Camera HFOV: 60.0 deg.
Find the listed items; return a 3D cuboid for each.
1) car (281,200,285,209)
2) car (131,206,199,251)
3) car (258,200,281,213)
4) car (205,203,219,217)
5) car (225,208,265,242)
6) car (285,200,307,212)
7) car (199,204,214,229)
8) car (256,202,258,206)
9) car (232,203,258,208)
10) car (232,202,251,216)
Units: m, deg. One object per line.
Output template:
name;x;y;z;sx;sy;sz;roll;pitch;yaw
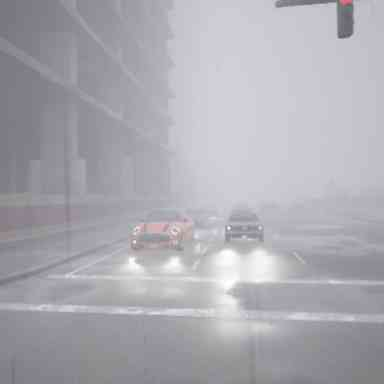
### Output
car;14.930;1.945;52.949;1.812;1.442;4.674;-1;-1;8
car;-1.156;1.539;15.045;2.097;1.767;4.553;-1;-1;8
car;10.103;1.852;43.498;1.882;1.535;5.008;-1;-1;9
car;1.959;1.938;36.857;1.812;1.442;4.674;-1;-1;8
car;2.723;1.760;17.420;1.895;1.301;4.718;-1;-1;8
car;13.593;1.843;43.166;1.812;1.442;4.674;-1;-1;9
car;0.181;1.832;24.423;2.033;1.411;5.357;-1;-1;8
car;11.465;1.983;53.440;1.837;1.490;4.892;-1;-1;8
car;4.156;1.864;27.511;1.895;1.301;4.718;-1;-1;8
car;5.688;1.921;38.231;2.033;1.411;5.357;-1;-1;8
